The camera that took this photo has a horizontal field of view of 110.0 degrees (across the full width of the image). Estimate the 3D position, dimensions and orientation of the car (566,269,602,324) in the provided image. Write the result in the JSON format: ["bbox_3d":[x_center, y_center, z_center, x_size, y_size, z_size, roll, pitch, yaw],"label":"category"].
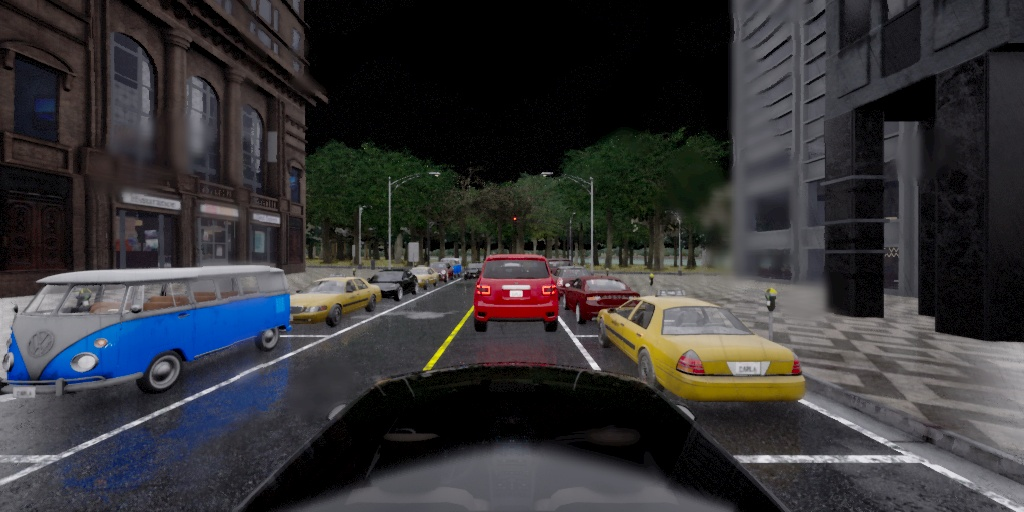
[{"bbox_3d":[2.766,1.295,11.771,1.888,1.381,4.507,0,0,0],"label":"car"}]

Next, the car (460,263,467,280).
[{"bbox_3d":[-2.989,1.309,30.907,1.837,1.490,4.892,0,0,0],"label":"car"}]

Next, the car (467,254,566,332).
[{"bbox_3d":[0.106,0.972,11.029,2.150,2.045,5.566,0,0,0],"label":"car"}]

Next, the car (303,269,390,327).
[{"bbox_3d":[-5.759,1.276,11.604,1.751,1.417,4.829,0,0,0],"label":"car"}]

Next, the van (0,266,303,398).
[{"bbox_3d":[-5.761,1.091,6.336,1.690,1.789,3.998,0,0,0],"label":"van"}]

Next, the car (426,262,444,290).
[{"bbox_3d":[-5.755,1.277,22.479,1.751,1.417,4.829,0,0,0],"label":"car"}]

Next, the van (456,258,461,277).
[{"bbox_3d":[-5.751,1.095,33.524,1.690,1.789,3.998,0,0,0],"label":"van"}]

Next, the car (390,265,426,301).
[{"bbox_3d":[-5.757,1.317,17.211,1.948,1.339,4.313,0,0,0],"label":"car"}]

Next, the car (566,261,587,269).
[{"bbox_3d":[2.768,1.190,17.208,1.967,1.591,4.097,0,0,0],"label":"car"}]

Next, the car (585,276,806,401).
[{"bbox_3d":[2.764,1.275,6.503,1.751,1.417,4.829,0,0,0],"label":"car"}]

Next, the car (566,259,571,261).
[{"bbox_3d":[2.770,1.066,22.646,2.192,1.841,5.009,0,0,0],"label":"car"}]

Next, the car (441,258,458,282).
[{"bbox_3d":[-5.753,1.193,28.086,1.967,1.591,4.097,0,0,0],"label":"car"}]
